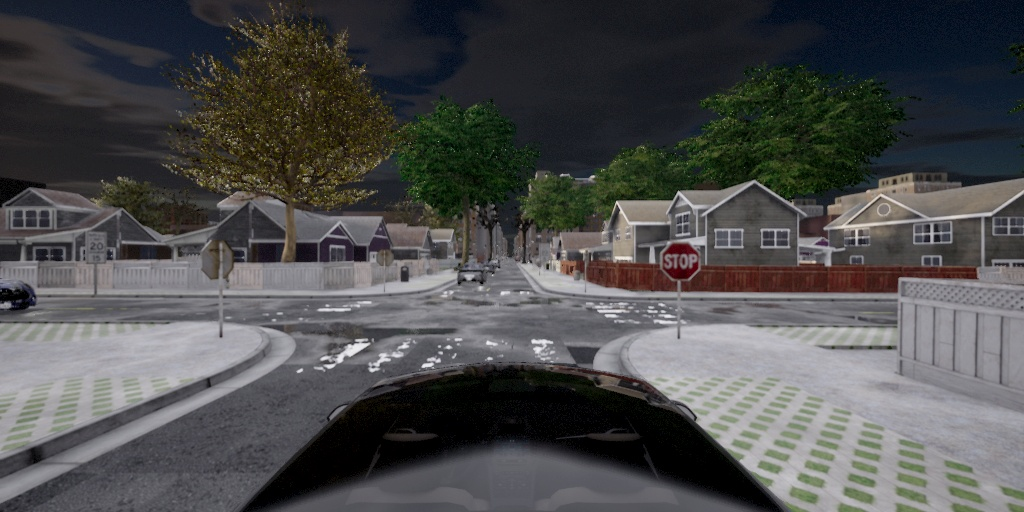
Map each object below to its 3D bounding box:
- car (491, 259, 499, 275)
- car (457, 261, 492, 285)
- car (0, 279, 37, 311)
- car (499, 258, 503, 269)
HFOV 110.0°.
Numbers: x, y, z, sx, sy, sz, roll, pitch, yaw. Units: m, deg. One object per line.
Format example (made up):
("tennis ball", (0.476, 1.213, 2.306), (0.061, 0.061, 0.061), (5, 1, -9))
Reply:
("car", (-2.909, 1.326, 41.094), (2.128, 1.511, 4.902), (0, 0, 0))
("car", (-2.886, 1.290, 26.599), (2.128, 1.511, 4.902), (0, 0, 0))
("car", (-18.811, 1.031, 11.723), (4.553, 1.767, 2.097), (0, 0, 0))
("car", (-2.873, 1.405, 58.544), (1.812, 1.442, 4.674), (0, 0, 0))
